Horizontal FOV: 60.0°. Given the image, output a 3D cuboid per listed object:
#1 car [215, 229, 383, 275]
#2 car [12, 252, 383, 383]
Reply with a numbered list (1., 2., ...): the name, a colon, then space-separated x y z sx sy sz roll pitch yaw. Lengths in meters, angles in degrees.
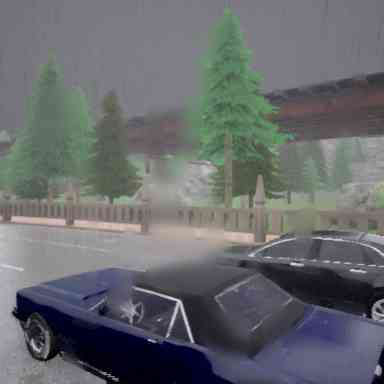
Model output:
1. car: 2.414 1.500 6.577 4.892 1.490 1.837 0 0 36
2. car: -0.269 1.596 4.197 4.718 1.301 1.895 0 0 36
